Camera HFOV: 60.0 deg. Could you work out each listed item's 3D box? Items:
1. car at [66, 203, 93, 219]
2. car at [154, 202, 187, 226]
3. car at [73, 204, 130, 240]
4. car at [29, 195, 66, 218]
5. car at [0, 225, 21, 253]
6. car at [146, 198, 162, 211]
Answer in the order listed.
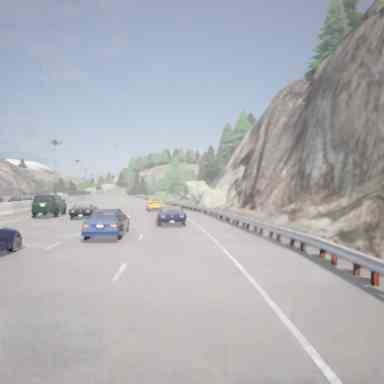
[{"bbox_3d":[-9.457,1.626,29.373,1.895,1.301,4.718,0,0,-9],"label":"car"},{"bbox_3d":[-1.532,1.608,23.479,1.895,1.301,4.718,0,0,-7],"label":"car"},{"bbox_3d":[-4.336,1.560,17.239,2.033,1.411,5.357,0,0,-6],"label":"car"},{"bbox_3d":[-13.328,1.255,31.244,2.150,2.045,5.566,0,0,-10],"label":"car"},{"bbox_3d":[-7.374,1.543,10.865,1.812,1.442,4.674,0,0,-4],"label":"car"},{"bbox_3d":[-4.665,1.495,41.418,1.882,1.535,5.008,0,0,-12],"label":"car"}]
